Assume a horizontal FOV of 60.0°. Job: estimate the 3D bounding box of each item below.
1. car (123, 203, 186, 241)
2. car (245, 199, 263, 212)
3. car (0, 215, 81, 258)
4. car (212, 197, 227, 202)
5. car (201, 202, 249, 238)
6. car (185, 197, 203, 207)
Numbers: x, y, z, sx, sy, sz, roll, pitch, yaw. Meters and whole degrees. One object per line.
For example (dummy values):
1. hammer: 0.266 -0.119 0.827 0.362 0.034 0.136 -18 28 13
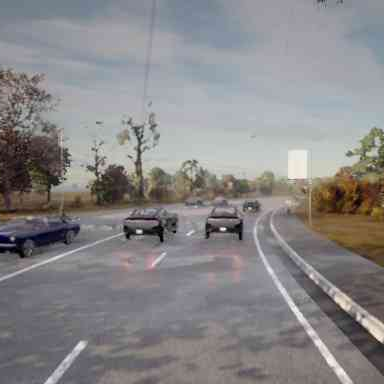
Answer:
1. car: -1.896 1.490 16.683 2.128 1.511 4.902 0 0 9
2. car: 7.128 1.553 39.190 1.837 1.490 4.892 0 0 17
3. car: -6.191 1.580 12.838 1.895 1.301 4.718 0 0 7
4. car: 4.529 1.557 54.107 1.812 1.442 4.674 0 0 20
5. car: 1.824 1.508 17.757 2.128 1.511 4.902 0 0 9
6. car: 0.343 1.512 52.749 1.837 1.490 4.892 0 0 19
